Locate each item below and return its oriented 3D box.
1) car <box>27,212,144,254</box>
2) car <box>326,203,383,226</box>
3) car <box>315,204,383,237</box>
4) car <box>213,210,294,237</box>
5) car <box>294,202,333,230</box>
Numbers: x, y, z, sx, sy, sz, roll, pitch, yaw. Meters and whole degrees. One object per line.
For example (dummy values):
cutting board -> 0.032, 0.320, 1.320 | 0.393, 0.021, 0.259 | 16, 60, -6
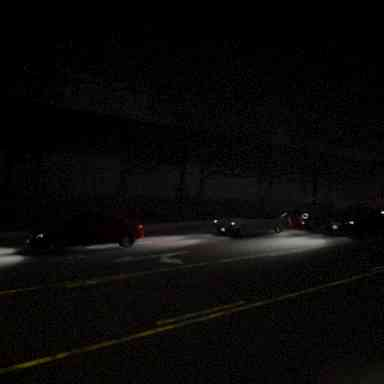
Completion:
car -> -4.250, 1.594, 13.834 | 4.674, 1.442, 1.812 | 1, -1, -36
car -> 12.887, 1.674, 26.008 | 4.902, 1.511, 2.128 | 0, 0, -35
car -> 9.730, 1.652, 19.412 | 4.902, 1.511, 2.128 | 0, 0, -35
car -> 3.494, 1.740, 19.299 | 4.718, 1.301, 1.895 | 0, 0, -35
car -> 8.160, 1.515, 22.585 | 4.553, 1.767, 2.097 | 0, 0, -35
